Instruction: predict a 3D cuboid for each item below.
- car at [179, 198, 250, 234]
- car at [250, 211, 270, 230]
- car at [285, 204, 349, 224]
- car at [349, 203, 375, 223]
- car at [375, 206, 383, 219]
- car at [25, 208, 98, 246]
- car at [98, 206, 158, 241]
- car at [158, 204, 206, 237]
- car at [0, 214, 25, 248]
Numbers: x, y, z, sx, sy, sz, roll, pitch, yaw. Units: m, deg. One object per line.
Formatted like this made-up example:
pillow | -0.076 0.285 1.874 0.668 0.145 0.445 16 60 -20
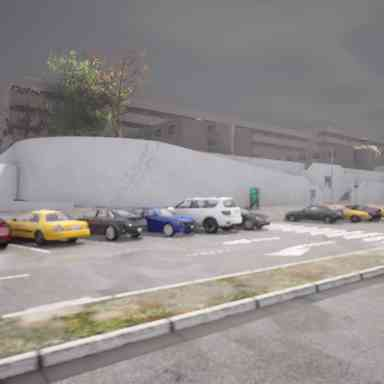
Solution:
car | 0.359 1.369 20.625 5.566 2.045 2.435 -1 -1 34
car | 2.811 1.658 22.350 4.892 1.521 2.231 -1 -2 34
car | 10.096 1.819 27.531 4.674 1.452 2.002 -1 -1 34
car | 12.676 1.820 29.164 5.366 1.575 1.946 -1 -2 34
car | 14.924 1.903 31.013 4.792 1.488 2.163 -1 -1 34
car | -7.051 1.524 15.515 5.366 1.575 1.946 -1 -1 34
car | -4.466 1.557 17.138 4.892 1.521 2.231 -1 -1 34
car | -2.043 1.587 18.882 5.008 1.535 2.097 -1 -1 34
car | -9.350 1.527 13.693 4.792 1.488 2.163 -1 -1 34
